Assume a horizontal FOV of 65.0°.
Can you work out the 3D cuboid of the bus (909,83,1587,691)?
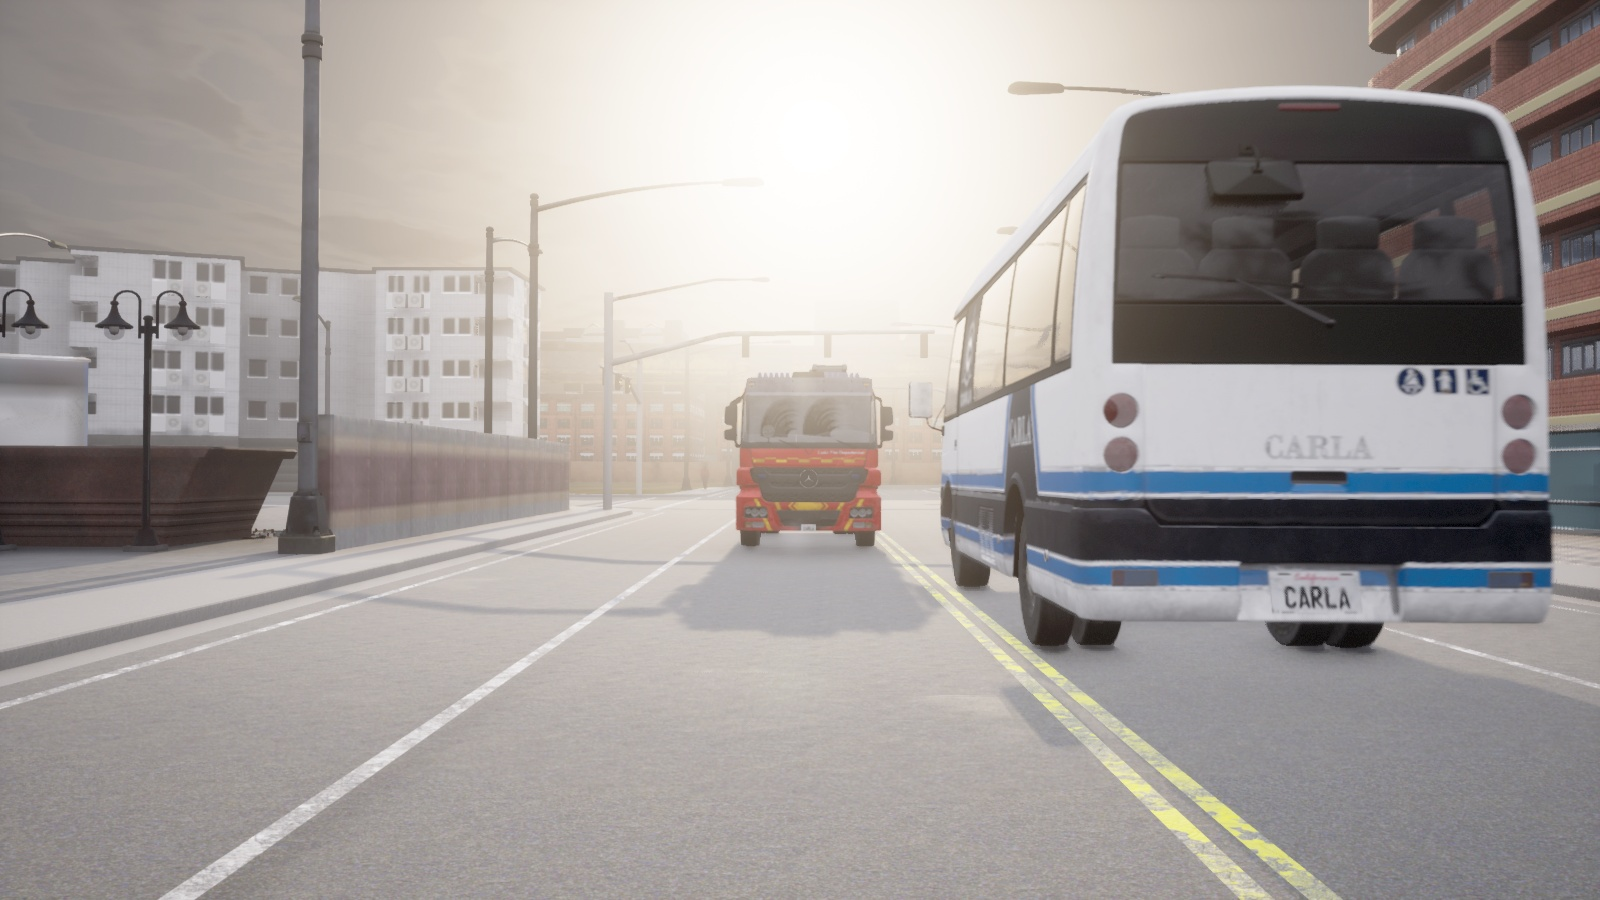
[{"bbox_3d":[3.568,-0.343,13.942,3.944,4.253,10.273,0,-1,1],"label":"bus"}]

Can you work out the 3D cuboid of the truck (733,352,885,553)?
[{"bbox_3d":[0.169,0.122,28.249,2.891,3.827,8.468,0,-1,0],"label":"truck"}]
